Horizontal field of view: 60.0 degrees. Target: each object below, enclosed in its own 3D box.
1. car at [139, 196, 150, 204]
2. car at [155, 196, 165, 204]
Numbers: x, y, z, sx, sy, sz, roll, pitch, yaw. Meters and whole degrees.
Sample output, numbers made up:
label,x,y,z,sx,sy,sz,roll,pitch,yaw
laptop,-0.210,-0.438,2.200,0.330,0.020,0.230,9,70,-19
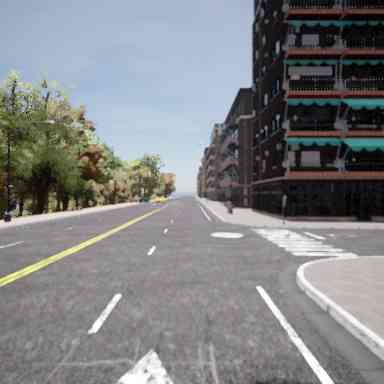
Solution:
label,x,y,z,sx,sy,sz,roll,pitch,yaw
car,-9.833,1.649,68.762,1.837,1.490,4.892,0,0,0
car,-6.583,1.641,68.766,1.882,1.535,5.008,0,0,0
